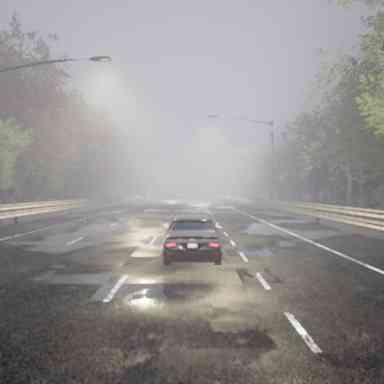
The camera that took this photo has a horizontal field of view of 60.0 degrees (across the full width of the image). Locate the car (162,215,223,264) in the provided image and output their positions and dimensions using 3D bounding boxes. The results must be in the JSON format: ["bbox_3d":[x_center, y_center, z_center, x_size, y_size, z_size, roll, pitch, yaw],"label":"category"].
[{"bbox_3d":[0.009,1.509,11.606,2.033,1.411,5.357,0,0,0],"label":"car"}]
